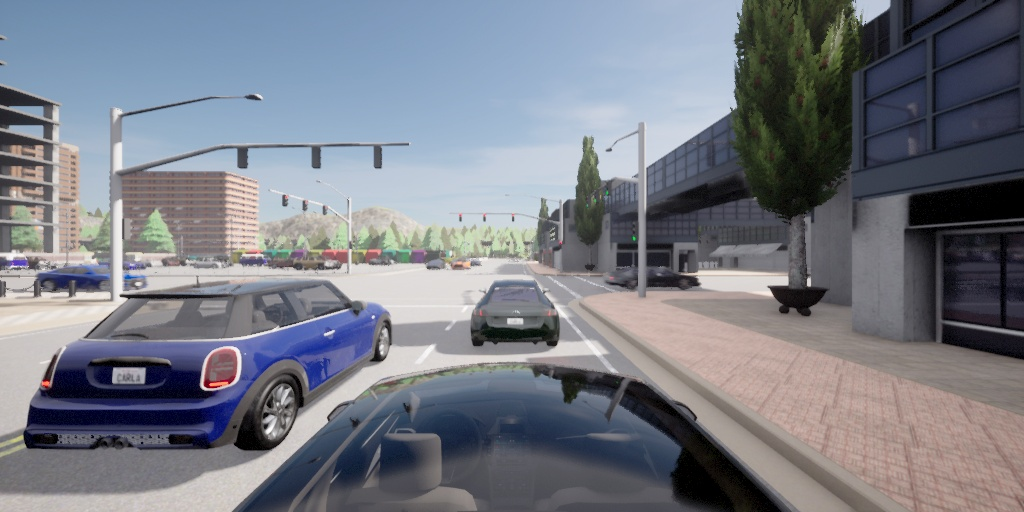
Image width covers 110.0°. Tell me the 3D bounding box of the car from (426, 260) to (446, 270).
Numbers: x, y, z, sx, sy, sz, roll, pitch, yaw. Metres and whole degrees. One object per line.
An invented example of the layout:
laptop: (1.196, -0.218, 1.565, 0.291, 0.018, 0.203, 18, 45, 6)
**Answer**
car: (-10.625, 1.268, 50.488, 2.033, 1.411, 5.357, 0, 0, 1)

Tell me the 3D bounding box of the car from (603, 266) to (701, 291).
car: (8.215, 1.295, 21.364, 5.357, 1.411, 2.033, 0, 0, -1)

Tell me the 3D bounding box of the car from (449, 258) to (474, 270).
car: (-7.121, 1.074, 50.417, 2.097, 1.767, 4.553, 0, 0, 2)

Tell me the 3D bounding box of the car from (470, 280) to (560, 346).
car: (0.069, 1.309, 9.368, 1.994, 1.385, 4.181, 0, 0, 0)

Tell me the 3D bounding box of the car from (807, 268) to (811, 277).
car: (28.200, 1.333, 31.731, 4.718, 1.301, 1.895, 0, 0, 0)

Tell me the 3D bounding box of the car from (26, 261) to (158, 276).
car: (-23.766, 1.266, 20.438, 5.008, 1.535, 1.882, 1, 0, 0)

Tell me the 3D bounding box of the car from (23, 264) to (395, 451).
car: (-3.442, 1.100, 5.361, 2.097, 1.767, 4.553, 0, 0, 0)
